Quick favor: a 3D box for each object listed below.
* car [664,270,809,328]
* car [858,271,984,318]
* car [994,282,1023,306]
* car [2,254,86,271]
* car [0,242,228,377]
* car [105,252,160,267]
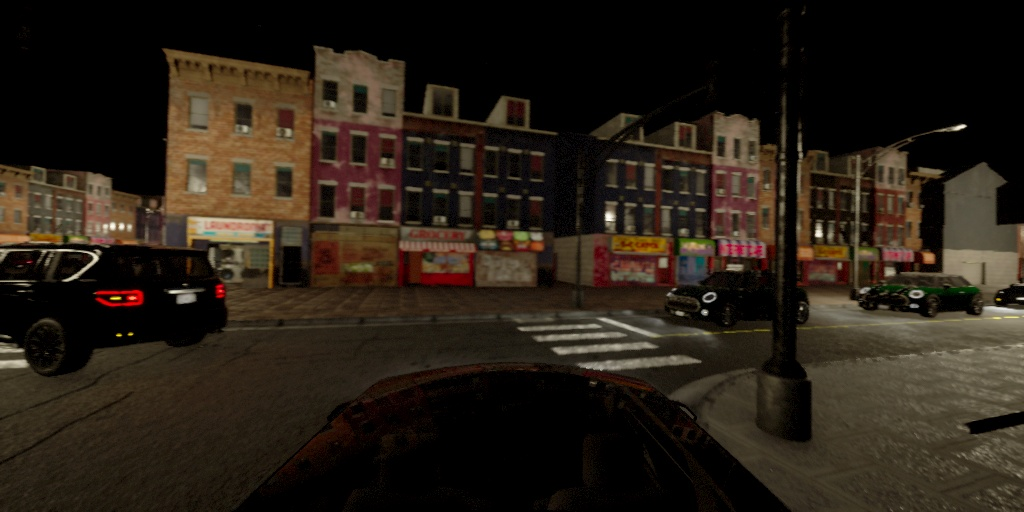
[{"bbox_3d":[7.441,1.270,11.986,4.553,1.767,2.097,1,0,-17],"label":"car"},{"bbox_3d":[16.868,1.479,14.874,4.553,1.767,2.097,1,0,-17],"label":"car"},{"bbox_3d":[26.398,1.904,17.778,4.181,1.385,1.994,1,0,-16],"label":"car"},{"bbox_3d":[-38.921,0.496,30.041,1.895,1.301,4.718,1,0,-17],"label":"car"},{"bbox_3d":[-8.330,0.788,6.674,5.566,2.045,2.150,1,-1,9],"label":"car"},{"bbox_3d":[-41.876,0.313,39.756,1.882,1.535,5.008,1,0,-17],"label":"car"}]
